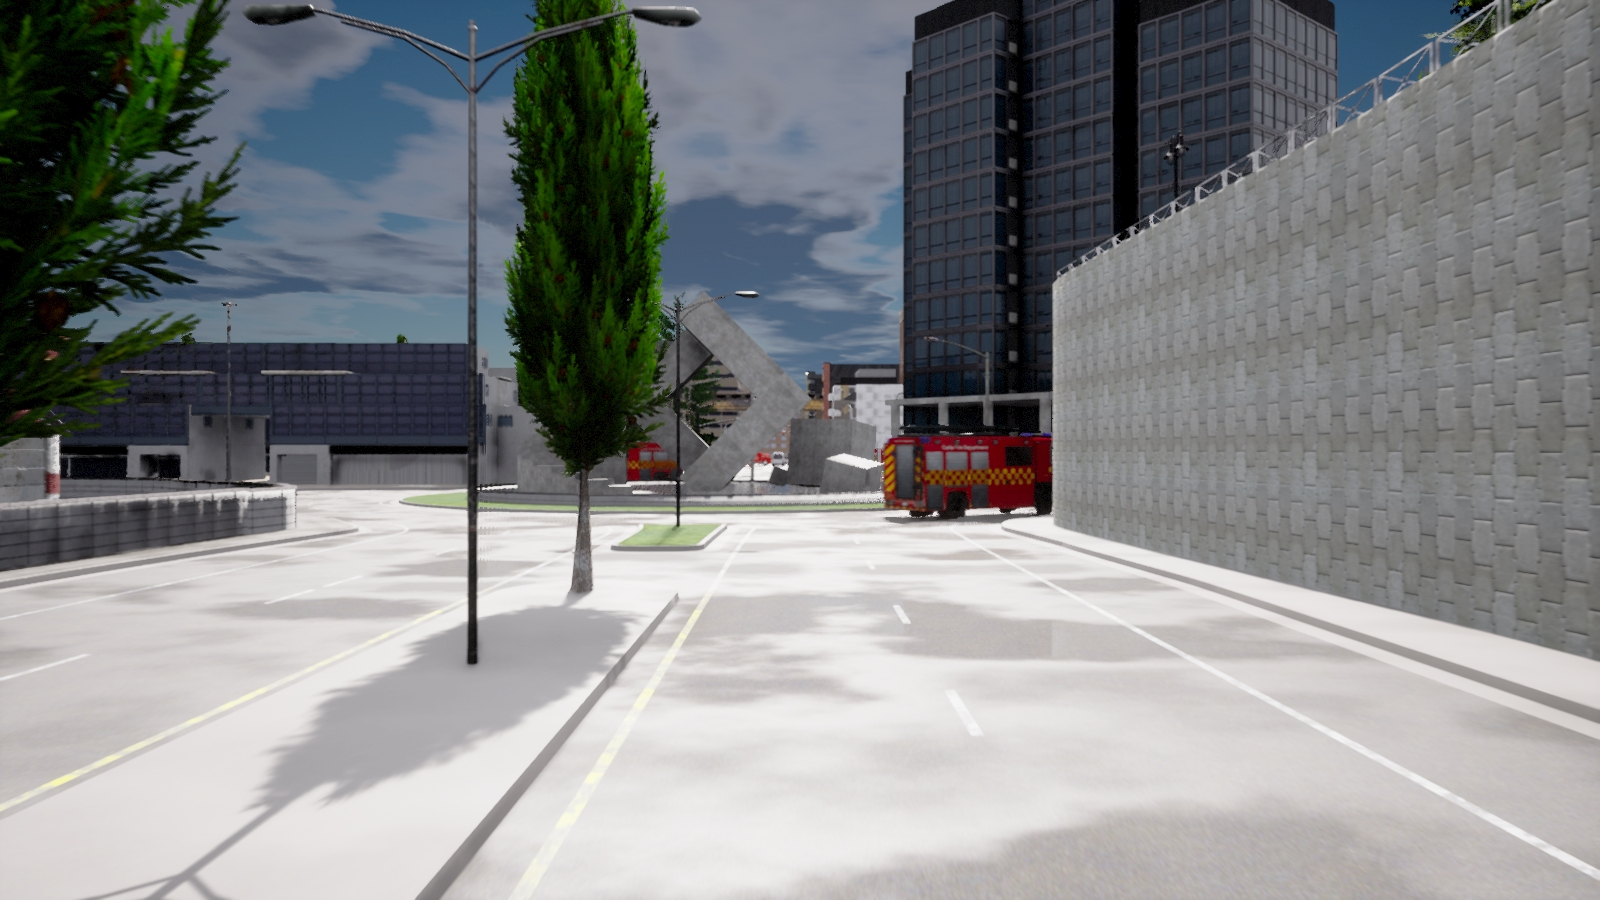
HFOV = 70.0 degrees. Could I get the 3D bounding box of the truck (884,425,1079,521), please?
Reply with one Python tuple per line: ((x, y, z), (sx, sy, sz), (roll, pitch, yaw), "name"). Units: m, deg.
((7.910, 0.915, 49.202), (8.468, 3.827, 2.891), (0, 0, -32), "truck")
